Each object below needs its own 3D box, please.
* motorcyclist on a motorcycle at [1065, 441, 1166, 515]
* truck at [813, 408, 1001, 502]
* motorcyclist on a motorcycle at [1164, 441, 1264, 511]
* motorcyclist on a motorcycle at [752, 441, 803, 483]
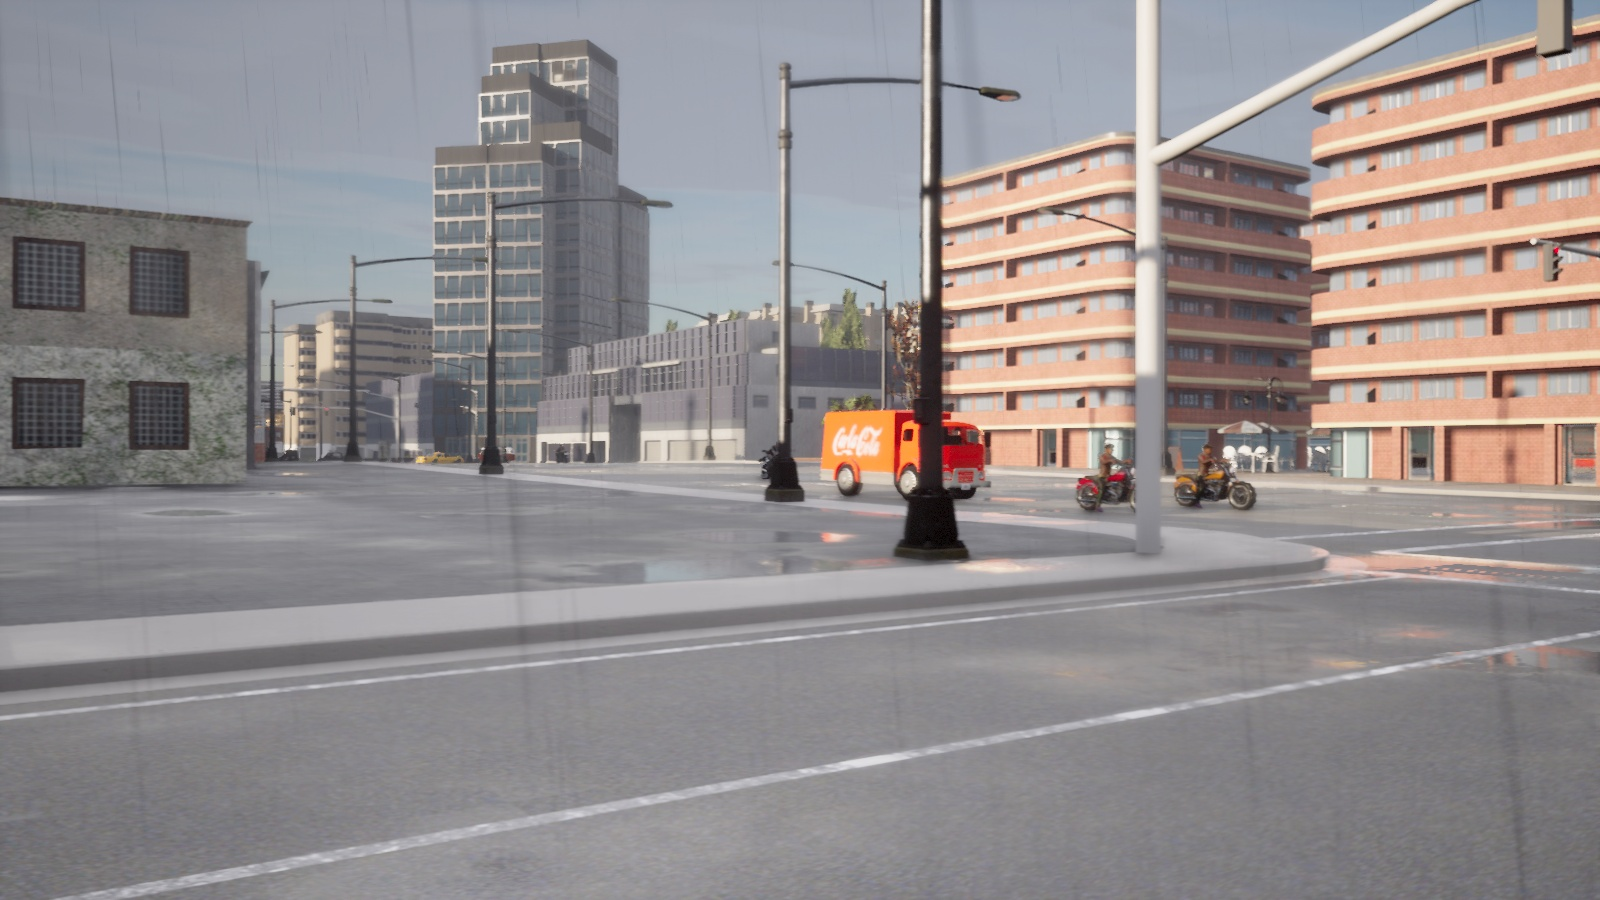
[{"bbox_3d":[7.268,0.615,29.093,0.766,1.649,2.350,0,1,-34],"label":"motorcyclist on a motorcycle"},{"bbox_3d":[2.919,0.094,35.613,2.627,2.467,5.204,0,1,-34],"label":"truck"},{"bbox_3d":[10.191,0.609,31.018,0.766,1.649,2.350,0,1,-34],"label":"motorcyclist on a motorcycle"},{"bbox_3d":[-0.877,0.443,47.606,0.866,1.530,2.191,0,1,-34],"label":"motorcyclist on a motorcycle"}]
